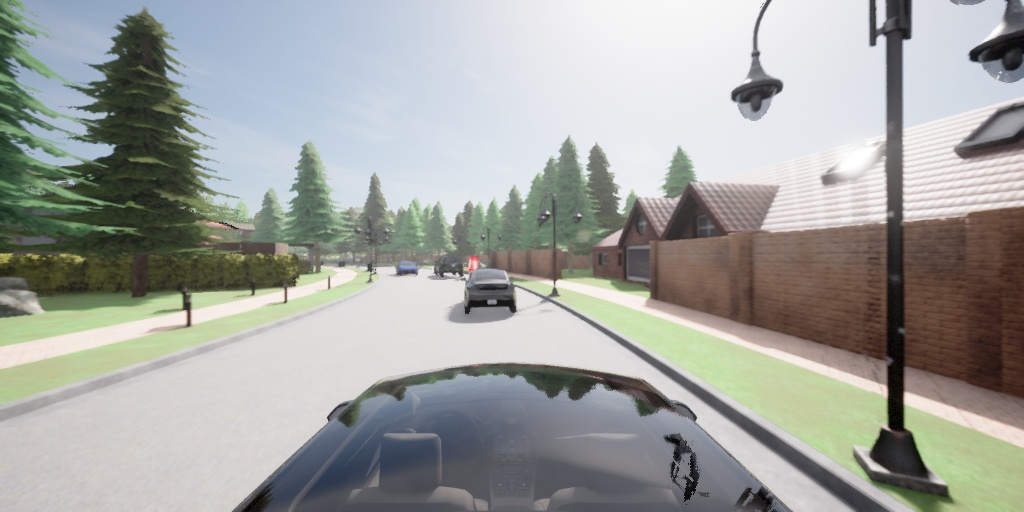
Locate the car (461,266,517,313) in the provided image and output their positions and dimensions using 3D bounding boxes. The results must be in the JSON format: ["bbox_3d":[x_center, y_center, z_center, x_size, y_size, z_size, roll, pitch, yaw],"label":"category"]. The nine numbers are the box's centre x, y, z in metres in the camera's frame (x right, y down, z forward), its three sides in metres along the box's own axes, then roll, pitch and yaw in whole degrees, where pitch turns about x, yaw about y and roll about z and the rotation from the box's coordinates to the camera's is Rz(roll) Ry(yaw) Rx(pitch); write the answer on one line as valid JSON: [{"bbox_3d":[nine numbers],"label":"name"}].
[{"bbox_3d":[-0.943,1.262,14.136,1.837,1.490,4.892,0,0,-7],"label":"car"}]

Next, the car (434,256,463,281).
[{"bbox_3d":[-6.339,1.007,35.642,2.150,2.045,5.566,0,0,-20],"label":"car"}]

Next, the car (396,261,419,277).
[{"bbox_3d":[-10.848,1.283,37.015,1.882,1.535,5.008,0,0,-22],"label":"car"}]

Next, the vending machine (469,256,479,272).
[{"bbox_3d":[-4.375,0.974,41.316,1.100,2.100,0.880,0,0,-23],"label":"vending machine"}]
